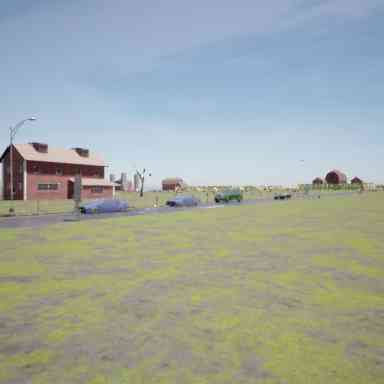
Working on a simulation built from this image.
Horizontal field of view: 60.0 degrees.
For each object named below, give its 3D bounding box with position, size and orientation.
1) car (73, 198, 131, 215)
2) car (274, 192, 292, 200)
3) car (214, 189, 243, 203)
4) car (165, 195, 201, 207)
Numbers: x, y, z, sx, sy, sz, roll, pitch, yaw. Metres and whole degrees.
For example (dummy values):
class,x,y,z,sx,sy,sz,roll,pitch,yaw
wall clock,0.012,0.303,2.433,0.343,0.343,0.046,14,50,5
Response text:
class,x,y,z,sx,sy,sz,roll,pitch,yaw
car,-8.090,1.218,30.520,2.033,1.411,5.357,1,1,36
car,16.271,0.729,59.204,1.895,1.301,4.718,1,1,36
car,5.456,0.546,49.171,2.150,2.045,5.566,1,1,37
car,-0.945,1.037,40.403,2.033,1.411,5.357,1,1,35
